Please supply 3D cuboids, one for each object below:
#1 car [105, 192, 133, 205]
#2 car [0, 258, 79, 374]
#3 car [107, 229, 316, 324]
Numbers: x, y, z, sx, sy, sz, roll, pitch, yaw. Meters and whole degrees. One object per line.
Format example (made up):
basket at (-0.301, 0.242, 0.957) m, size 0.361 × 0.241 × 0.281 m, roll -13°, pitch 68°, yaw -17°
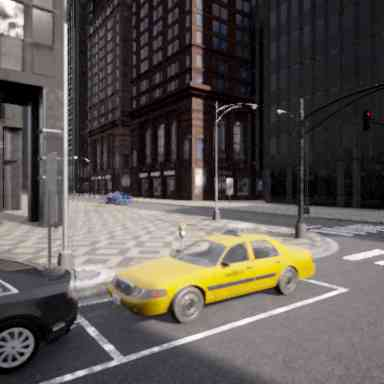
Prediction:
car at (-8.890, 0.766, 40.267) m, size 1.882 × 1.535 × 5.008 m, roll 0°, pitch 1°, yaw -36°
car at (-3.682, 1.553, 4.019) m, size 4.403 × 1.369 × 2.008 m, roll 0°, pitch 0°, yaw -36°
car at (0.664, 1.516, 7.126) m, size 4.829 × 1.417 × 1.752 m, roll 0°, pitch 0°, yaw -36°
